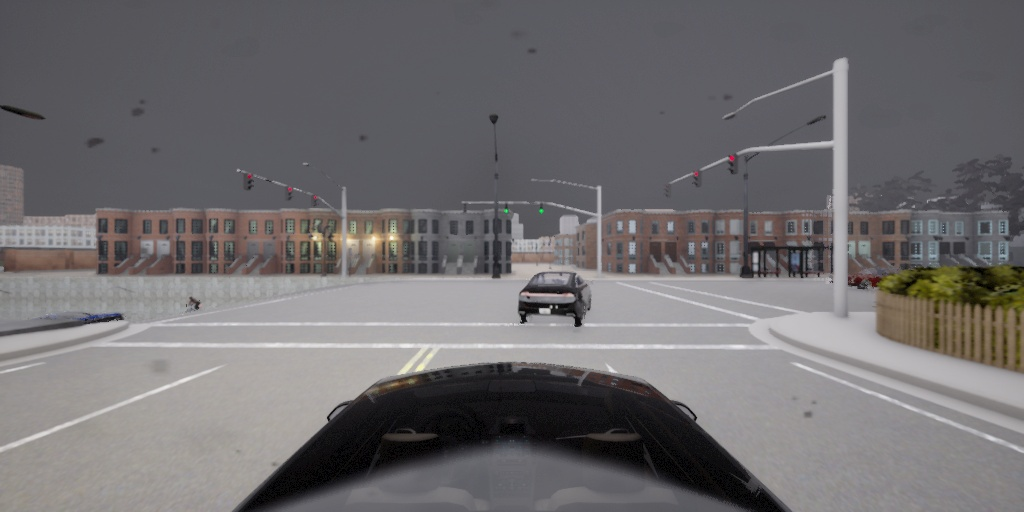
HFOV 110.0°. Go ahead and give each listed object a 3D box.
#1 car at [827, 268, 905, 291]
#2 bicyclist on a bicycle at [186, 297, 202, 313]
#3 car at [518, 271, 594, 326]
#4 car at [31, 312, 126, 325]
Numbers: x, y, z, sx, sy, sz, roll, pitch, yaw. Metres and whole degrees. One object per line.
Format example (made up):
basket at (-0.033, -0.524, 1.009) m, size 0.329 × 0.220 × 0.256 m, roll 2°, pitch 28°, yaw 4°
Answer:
car at (22.046, 1.368, 21.696) m, size 4.718 × 1.301 × 1.895 m, roll 0°, pitch 0°, yaw -1°
bicyclist on a bicycle at (-25.475, 4.056, 28.763) m, size 0.582 × 1.620 × 1.656 m, roll -12°, pitch 0°, yaw 2°
car at (1.574, 1.252, 11.906) m, size 2.128 × 1.511 × 4.902 m, roll 0°, pitch 0°, yaw 17°
car at (-22.247, 3.542, 17.801) m, size 5.008 × 1.535 × 1.882 m, roll -13°, pitch 1°, yaw 0°
